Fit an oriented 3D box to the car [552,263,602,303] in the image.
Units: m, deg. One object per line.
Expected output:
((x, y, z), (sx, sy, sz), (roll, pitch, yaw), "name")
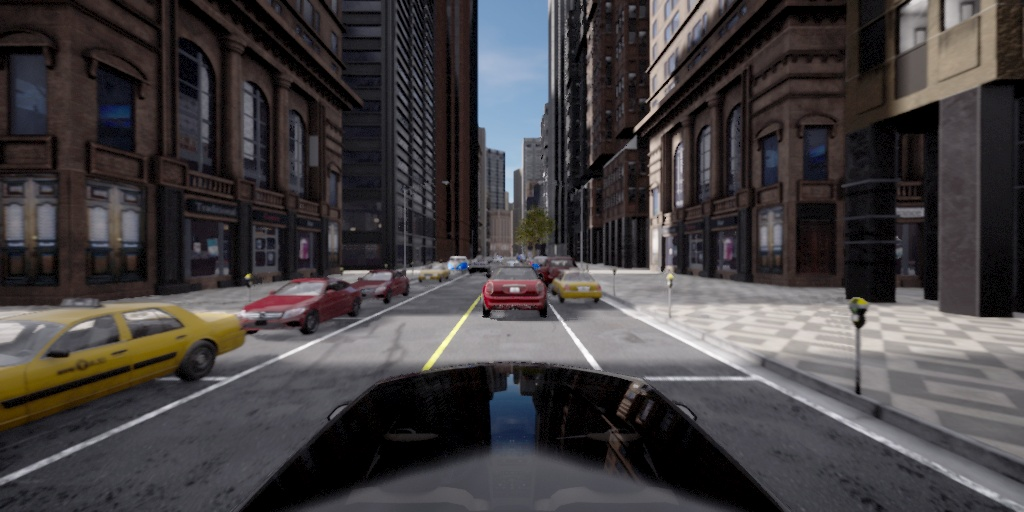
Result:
((2.757, 1.208, 16.140), (1.751, 1.417, 4.829), (0, 0, 0), "car")

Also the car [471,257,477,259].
((-5.778, 1.107, 44.048), (2.007, 1.370, 4.403), (0, 0, 0), "car")

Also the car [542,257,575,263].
((2.755, 0.972, 21.589), (2.192, 1.841, 5.009), (0, 0, 0), "car")

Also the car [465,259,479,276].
((-3.110, 1.197, 35.130), (1.895, 1.301, 4.718), (0, 0, 0), "car")

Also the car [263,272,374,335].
((-5.766, 1.290, 10.336), (1.802, 1.307, 4.207), (0, 0, 0), "car")

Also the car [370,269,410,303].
((-5.768, 1.265, 15.954), (1.802, 1.307, 4.207), (0, 0, 0), "car")

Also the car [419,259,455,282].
((-5.772, 1.157, 27.022), (1.751, 1.417, 4.829), (0, 0, 0), "car")

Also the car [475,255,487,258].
((-5.785, 0.798, 60.904), (2.192, 1.841, 5.009), (0, 0, 0), "car")

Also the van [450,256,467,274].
((-5.776, 0.922, 38.430), (1.690, 1.789, 3.998), (0, 0, 0), "van")

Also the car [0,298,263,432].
((-5.764, 1.260, 4.547), (1.751, 1.417, 4.829), (0, 0, 0), "car")

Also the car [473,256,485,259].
((-5.782, 1.058, 55.285), (2.007, 1.370, 4.403), (0, 0, 0), "car")

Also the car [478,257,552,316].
((0.086, 1.047, 13.124), (2.097, 1.767, 4.553), (0, 0, 0), "car")
